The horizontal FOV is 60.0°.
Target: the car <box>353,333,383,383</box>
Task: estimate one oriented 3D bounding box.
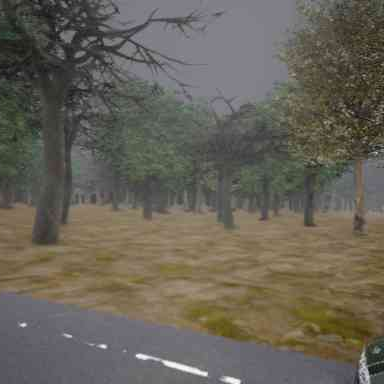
[{"bbox_3d":[3.747,1.707,2.561,4.553,1.767,2.097,0,-4,26],"label":"car"}]
